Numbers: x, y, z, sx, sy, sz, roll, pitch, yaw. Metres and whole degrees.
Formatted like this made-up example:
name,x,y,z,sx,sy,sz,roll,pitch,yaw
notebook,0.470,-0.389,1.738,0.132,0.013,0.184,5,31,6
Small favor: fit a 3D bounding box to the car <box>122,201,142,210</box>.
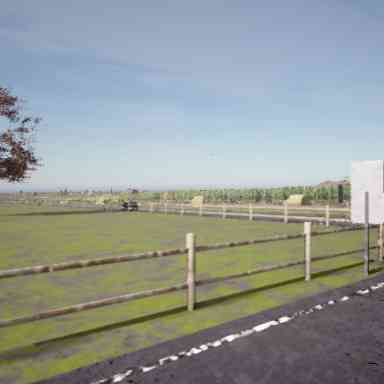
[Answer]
name,x,y,z,sx,sy,sz,roll,pitch,yaw
car,-10.200,2.309,56.244,1.837,1.490,4.892,-1,-1,-34
